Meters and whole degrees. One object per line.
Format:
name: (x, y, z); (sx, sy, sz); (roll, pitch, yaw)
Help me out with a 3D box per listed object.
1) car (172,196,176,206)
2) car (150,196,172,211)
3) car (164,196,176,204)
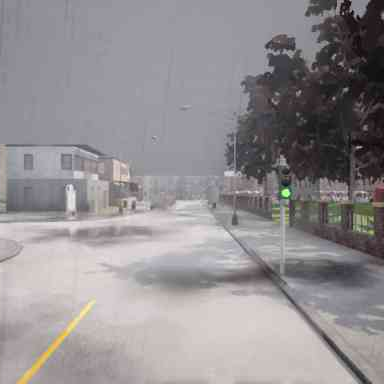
car: (-4.070, 1.352, 52.043); (2.097, 1.767, 4.553); (0, 0, 0)
car: (-4.081, 1.547, 41.941); (2.033, 1.411, 5.357); (0, 0, 0)
car: (-4.036, 1.526, 62.259); (1.812, 1.442, 4.674); (0, 0, 1)
